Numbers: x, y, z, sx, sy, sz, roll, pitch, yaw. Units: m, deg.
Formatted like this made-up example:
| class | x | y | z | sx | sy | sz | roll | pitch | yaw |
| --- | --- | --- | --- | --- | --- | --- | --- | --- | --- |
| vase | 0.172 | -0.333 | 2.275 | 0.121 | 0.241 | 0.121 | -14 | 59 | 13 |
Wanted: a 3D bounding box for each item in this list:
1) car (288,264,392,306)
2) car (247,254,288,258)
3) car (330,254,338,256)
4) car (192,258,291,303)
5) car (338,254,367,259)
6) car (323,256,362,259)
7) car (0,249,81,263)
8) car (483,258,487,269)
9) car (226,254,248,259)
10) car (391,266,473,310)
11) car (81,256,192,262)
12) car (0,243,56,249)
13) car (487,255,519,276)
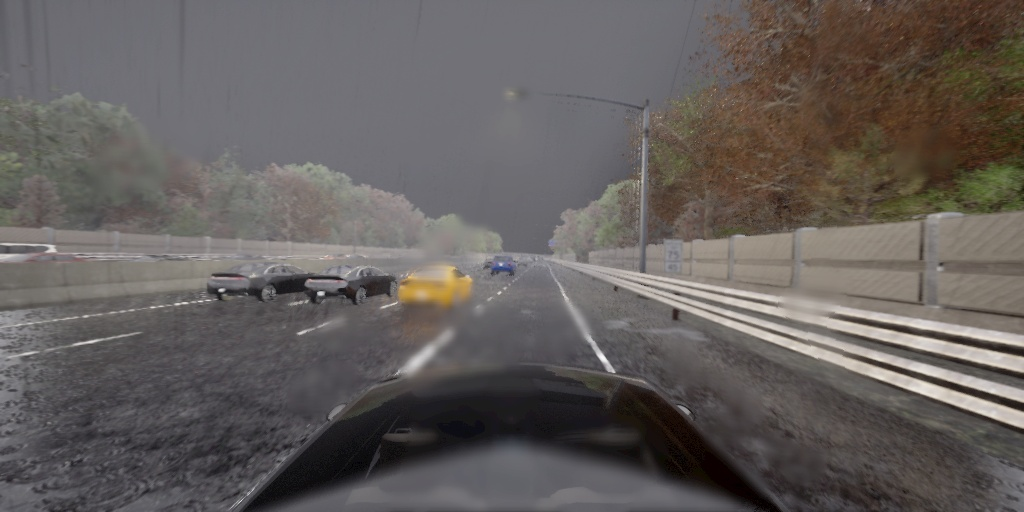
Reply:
| class | x | y | z | sx | sy | sz | roll | pitch | yaw |
| --- | --- | --- | --- | --- | --- | --- | --- | --- | --- |
| car | -6.339 | 1.089 | 14.707 | 2.128 | 1.511 | 4.902 | 1 | 0 | 5 |
| car | -25.395 | 0.728 | 38.543 | 1.895 | 1.301 | 4.718 | 1 | 0 | 5 |
| car | -27.373 | 0.466 | 55.704 | 2.097 | 1.767 | 4.553 | 1 | 0 | 5 |
| car | -9.839 | 1.001 | 14.845 | 2.128 | 1.511 | 4.902 | 1 | 0 | 5 |
| car | -23.949 | 0.667 | 54.762 | 1.837 | 1.490 | 4.892 | 1 | 1 | 5 |
| car | -18.414 | 0.903 | 38.159 | 1.895 | 1.301 | 4.718 | 1 | 0 | 5 |
| car | -27.006 | 0.559 | 20.340 | 1.882 | 1.535 | 5.008 | 1 | 0 | 5 |
| car | -2.965 | 1.200 | 53.696 | 1.837 | 1.490 | 4.892 | 1 | 0 | 5 |
| car | -28.889 | 0.532 | 38.701 | 2.128 | 1.511 | 4.902 | 1 | 0 | 5 |
| car | -2.841 | 1.163 | 14.544 | 1.882 | 1.535 | 5.008 | 1 | 0 | 5 |
| car | -20.012 | 0.761 | 20.044 | 1.837 | 1.490 | 4.892 | 1 | 0 | 5 |
| car | -30.455 | 0.219 | 20.965 | 2.150 | 2.045 | 5.566 | 1 | 0 | 5 |
| car | -0.832 | 0.964 | 37.663 | 2.150 | 2.045 | 5.566 | 1 | 0 | 5 |
